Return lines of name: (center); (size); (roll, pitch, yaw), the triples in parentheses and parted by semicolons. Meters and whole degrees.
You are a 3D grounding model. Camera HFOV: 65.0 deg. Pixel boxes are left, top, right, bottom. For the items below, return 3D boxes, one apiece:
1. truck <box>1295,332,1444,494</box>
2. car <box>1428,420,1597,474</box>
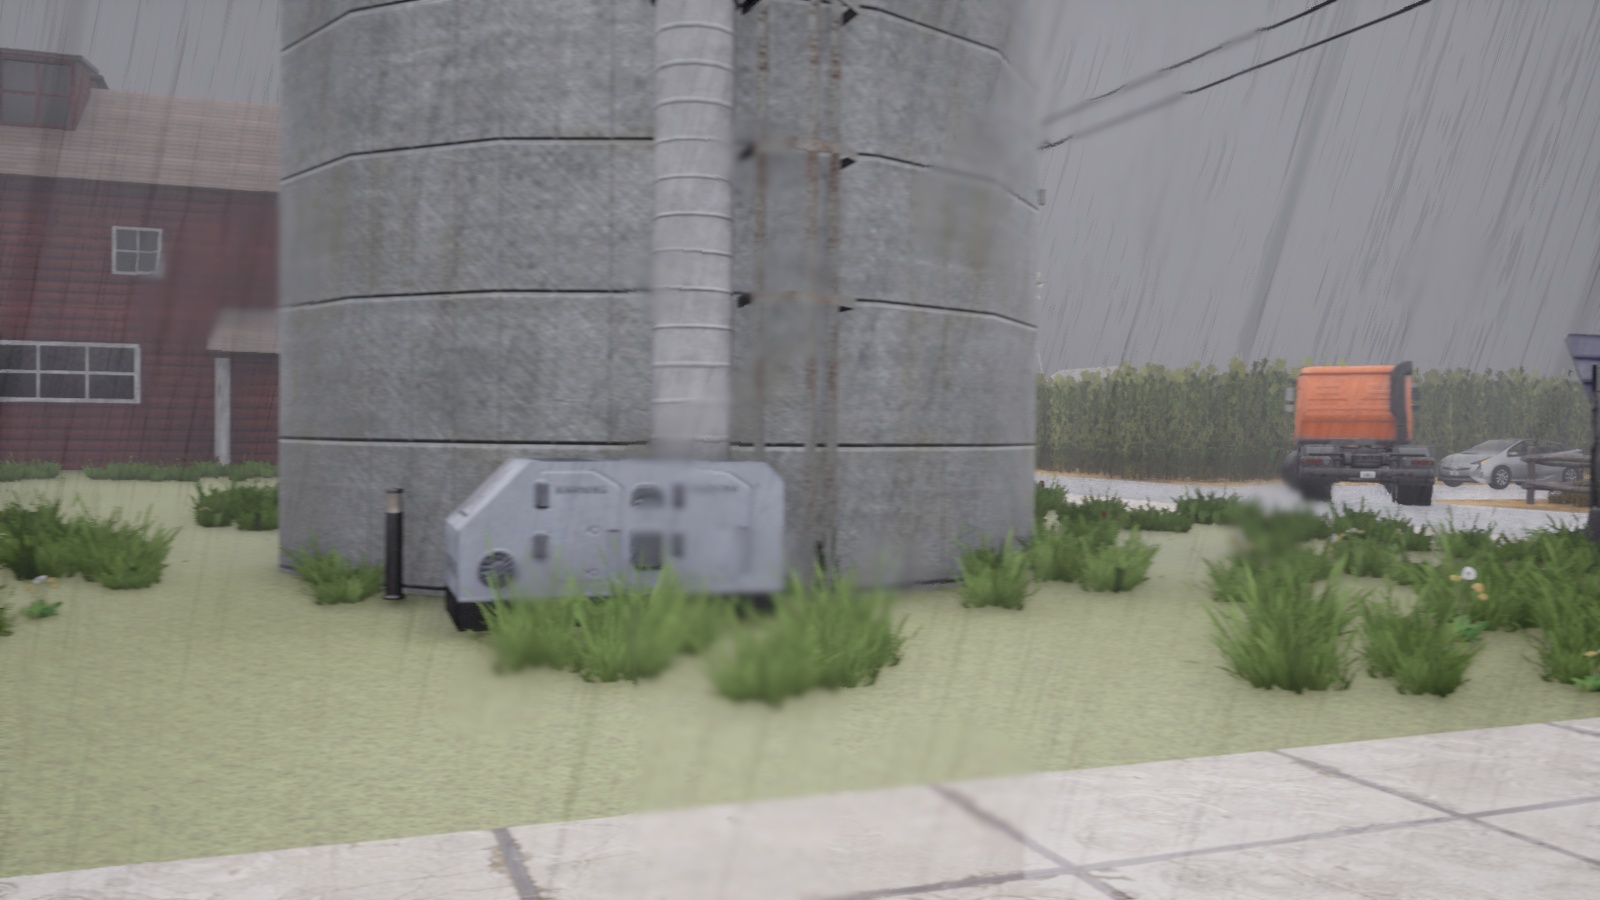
truck: (13.797, -0.838, 30.978); (2.891, 3.462, 7.936); (-1, 1, 21)
car: (21.675, -0.112, 38.219); (4.514, 1.525, 2.007); (-1, 1, -20)
